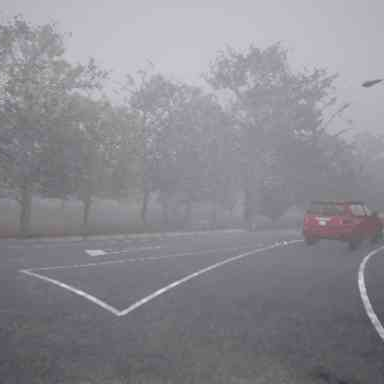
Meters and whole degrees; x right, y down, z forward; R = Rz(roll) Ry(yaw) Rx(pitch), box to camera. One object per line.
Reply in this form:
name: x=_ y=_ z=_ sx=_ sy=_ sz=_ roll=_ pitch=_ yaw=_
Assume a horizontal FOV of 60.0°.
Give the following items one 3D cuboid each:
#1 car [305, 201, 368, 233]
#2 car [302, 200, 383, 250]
car: x=10.773 y=1.807 z=24.531 sx=5.566 sy=2.045 sz=2.150 roll=4 pitch=-3 yaw=-43
car: x=7.160 y=1.438 z=15.622 sx=2.150 sy=2.045 sz=5.566 roll=0 pitch=-2 yaw=42
